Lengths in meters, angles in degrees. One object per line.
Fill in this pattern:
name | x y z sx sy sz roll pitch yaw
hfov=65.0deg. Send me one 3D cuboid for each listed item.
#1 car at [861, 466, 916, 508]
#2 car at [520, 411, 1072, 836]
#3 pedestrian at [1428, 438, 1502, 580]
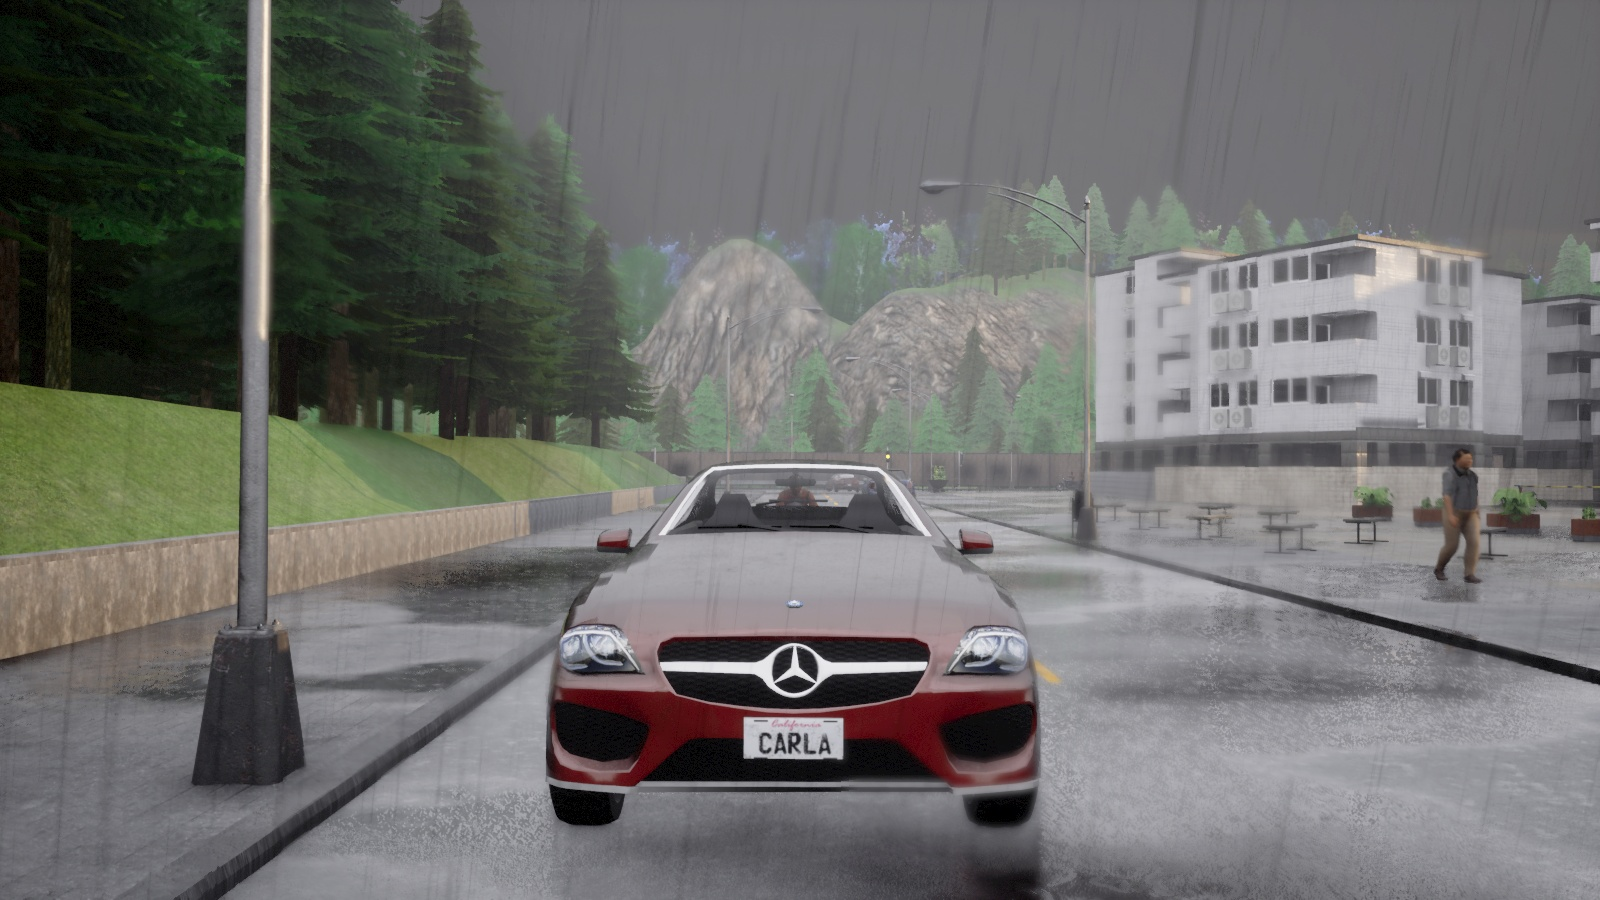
car | 3.843 1.582 55.199 2.097 1.767 4.553 0 -1 0
car | -0.022 0.718 7.419 2.152 1.651 5.027 0 -1 0
pedestrian | 8.820 0.769 16.680 0.540 1.848 0.694 0 -1 -9
